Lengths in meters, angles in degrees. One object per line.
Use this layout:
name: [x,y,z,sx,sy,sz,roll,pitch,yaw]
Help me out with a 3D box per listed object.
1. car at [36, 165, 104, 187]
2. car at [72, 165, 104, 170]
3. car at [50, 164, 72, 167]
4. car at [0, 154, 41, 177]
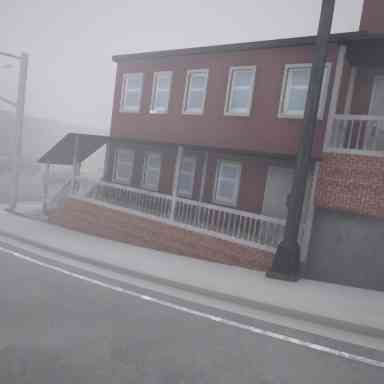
car: [-11.140,-1.274,30.861,2.033,1.411,5.357,11,7,35]
car: [-12.067,-2.493,41.706,1.882,1.535,5.008,11,7,35]
car: [-15.838,-3.028,42.391,1.837,1.490,4.892,11,7,35]
car: [-18.009,-2.751,33.391,2.150,2.045,5.566,11,7,36]
